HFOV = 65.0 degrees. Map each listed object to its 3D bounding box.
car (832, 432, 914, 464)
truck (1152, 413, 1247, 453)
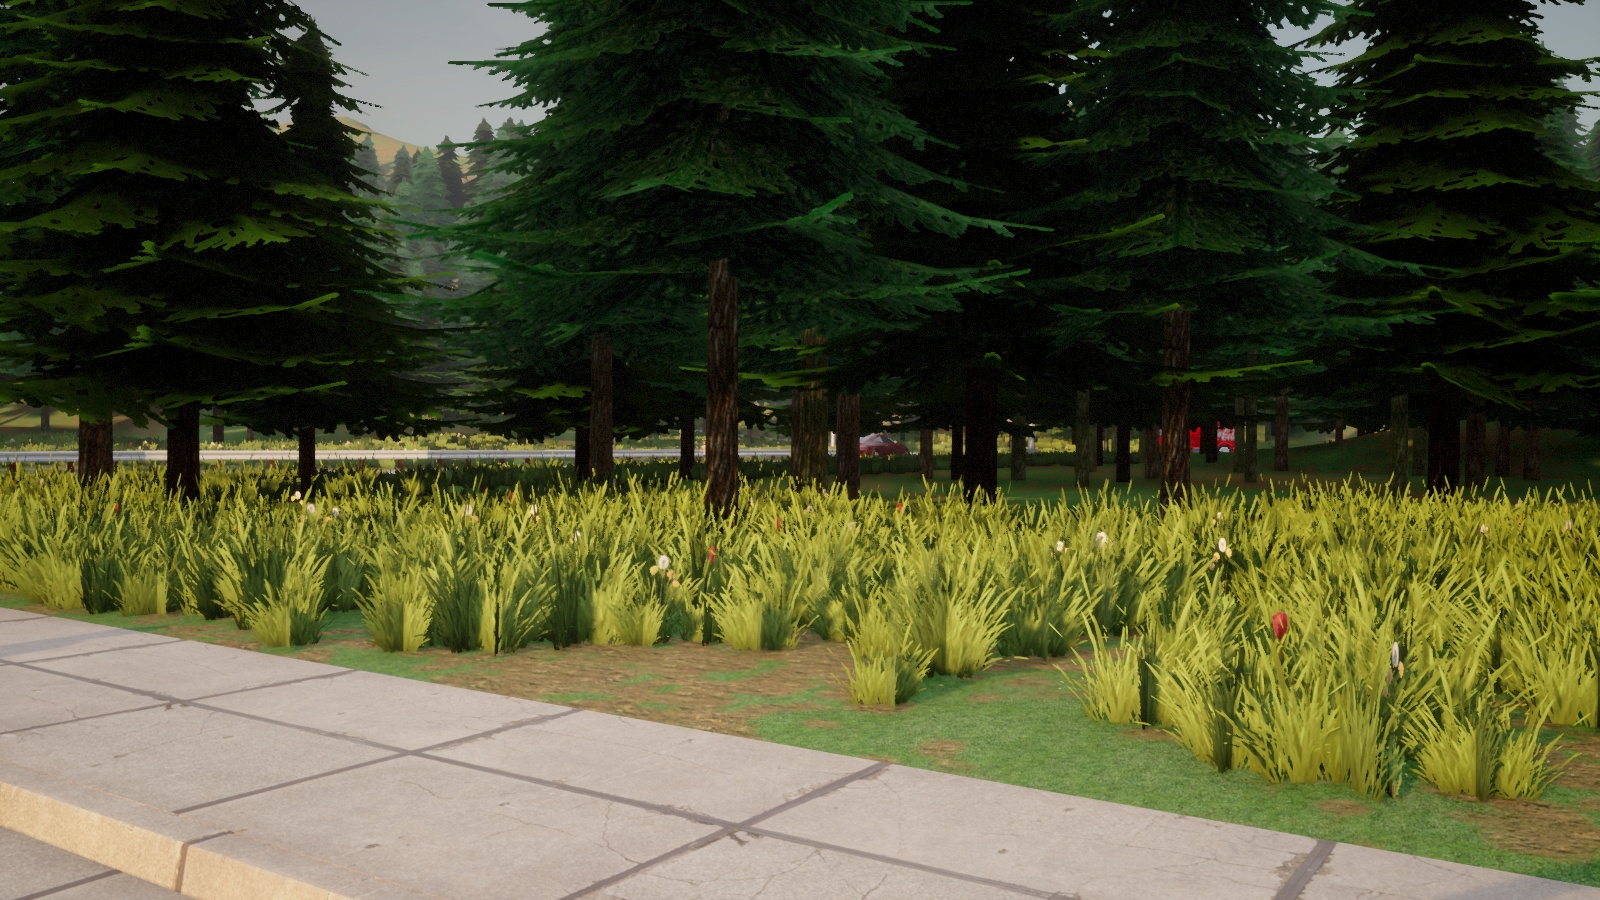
[{"bbox_3d":[3.571,-0.130,60.669,1.812,1.442,4.674,0,1,35],"label":"car"},{"bbox_3d":[25.597,-1.113,80.606,5.204,2.467,2.627,0,1,-3],"label":"truck"}]
